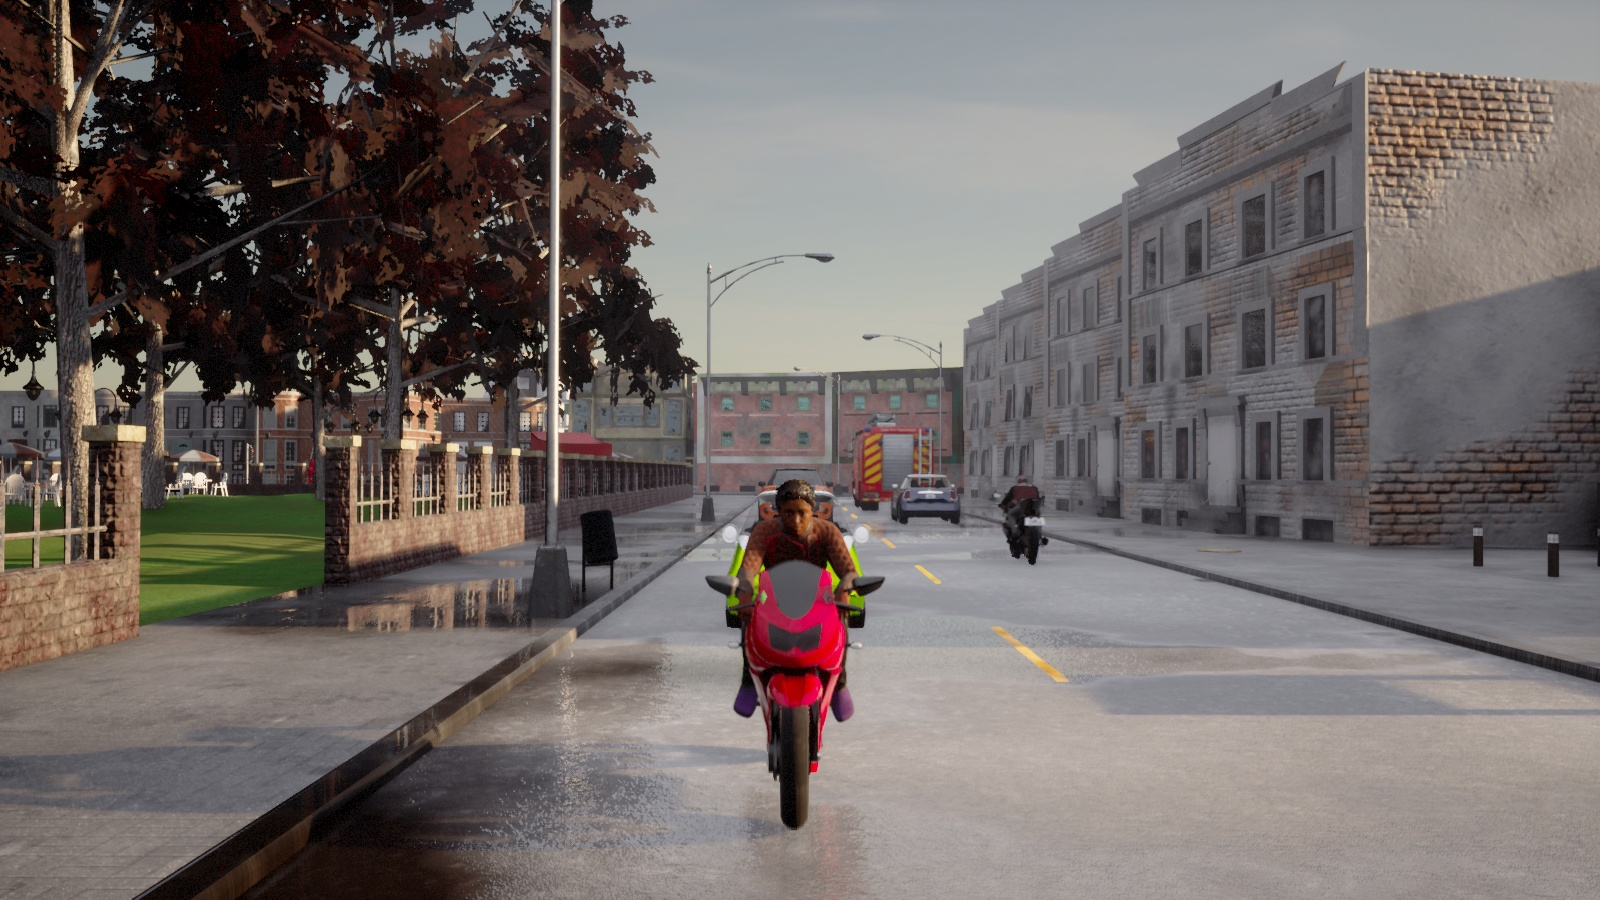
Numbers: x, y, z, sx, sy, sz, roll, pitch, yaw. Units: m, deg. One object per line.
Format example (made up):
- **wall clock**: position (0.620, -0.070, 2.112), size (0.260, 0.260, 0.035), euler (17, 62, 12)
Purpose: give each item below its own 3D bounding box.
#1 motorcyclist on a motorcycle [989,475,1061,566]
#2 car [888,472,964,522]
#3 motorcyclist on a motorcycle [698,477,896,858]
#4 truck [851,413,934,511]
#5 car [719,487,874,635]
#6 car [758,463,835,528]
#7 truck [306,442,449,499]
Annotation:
- **motorcyclist on a motorcycle**: position (3.942, 1.207, 22.191), size (0.866, 1.530, 2.191), euler (0, -1, 0)
- **car**: position (3.877, 1.424, 39.205), size (1.970, 1.475, 3.806), euler (0, -1, 0)
- **motorcyclist on a motorcycle**: position (-0.016, 0.899, 6.111), size (0.797, 1.523, 2.044), euler (0, -1, 0)
- **truck**: position (3.816, 0.537, 53.665), size (2.891, 3.827, 8.468), euler (0, -1, 0)
- **car**: position (-0.034, 1.092, 13.143), size (1.481, 1.376, 2.207), euler (0, -1, 0)
- **car**: position (-0.113, 1.287, 36.499), size (2.097, 1.767, 4.553), euler (0, -1, 0)
- **truck**: position (-26.326, 1.257, 78.481), size (7.936, 3.462, 2.891), euler (0, -1, 0)
